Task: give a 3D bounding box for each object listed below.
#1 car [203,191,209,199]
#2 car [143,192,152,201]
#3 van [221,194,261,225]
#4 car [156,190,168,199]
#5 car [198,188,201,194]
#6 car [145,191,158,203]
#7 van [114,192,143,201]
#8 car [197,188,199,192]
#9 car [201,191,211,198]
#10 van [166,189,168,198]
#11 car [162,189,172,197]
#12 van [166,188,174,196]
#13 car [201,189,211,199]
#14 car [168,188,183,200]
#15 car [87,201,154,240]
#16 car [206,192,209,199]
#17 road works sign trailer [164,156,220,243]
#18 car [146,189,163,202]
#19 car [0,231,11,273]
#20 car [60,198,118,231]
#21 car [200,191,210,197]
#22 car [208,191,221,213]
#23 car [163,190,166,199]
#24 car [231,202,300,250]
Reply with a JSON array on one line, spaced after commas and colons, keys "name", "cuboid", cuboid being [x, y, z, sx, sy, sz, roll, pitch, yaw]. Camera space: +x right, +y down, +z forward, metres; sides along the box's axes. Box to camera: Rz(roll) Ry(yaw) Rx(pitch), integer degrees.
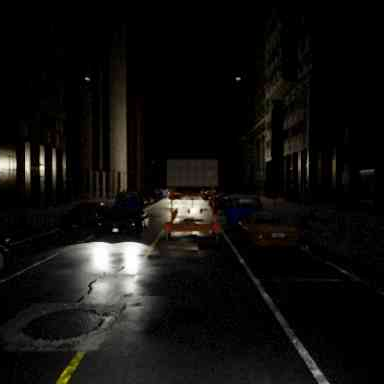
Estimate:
[{"name": "car", "cuboid": [2.810, 0.890, 40.982, 2.008, 1.369, 4.403, 0, 1, 0]}, {"name": "car", "cuboid": [-5.722, 0.993, 35.345, 1.947, 1.339, 4.313, 0, 1, 0]}, {"name": "van", "cuboid": [2.782, 1.041, 18.435, 1.690, 1.788, 3.998, 0, 1, 0]}, {"name": "car", "cuboid": [-5.688, 0.416, 63.523, 1.967, 1.590, 4.097, 0, 1, 0]}, {"name": "car", "cuboid": [2.836, 0.294, 63.520, 2.192, 1.841, 5.009, 0, 1, 0]}, {"name": "car", "cuboid": [-5.715, 0.903, 40.981, 1.947, 1.339, 4.313, 0, 1, 0]}, {"name": "van", "cuboid": [-5.730, 0.858, 29.706, 1.690, 1.788, 3.998, 0, 1, 0]}, {"name": "car", "cuboid": [2.864, 0.059, 86.064, 1.967, 1.590, 4.097, 0, 1, 0]}, {"name": "car", "cuboid": [2.844, 0.433, 69.160, 1.887, 1.381, 4.507, 0, 1, 0]}, {"name": "van", "cuboid": [-5.696, 0.407, 57.886, 1.690, 1.788, 3.998, 0, 1, 0]}, {"name": "car", "cuboid": [-5.675, 0.236, 74.795, 1.967, 1.590, 4.097, 0, 1, 0]}, {"name": "van", "cuboid": [-5.662, -0.042, 86.065, 1.690, 1.788, 3.998, 0, 1, 0]}, {"name": "car", "cuboid": [2.823, 0.599, 52.250, 1.967, 1.590, 4.097, 0, 1, 0]}, {"name": "car", "cuboid": [-2.928, 0.463, 59.071, 2.097, 1.767, 4.553, 0, 1, 0]}, {"name": "car", "cuboid": [-3.081, 1.312, 15.369, 1.994, 1.385, 4.181, 0, 1, 0]}, {"name": "car", "cuboid": [2.803, 0.952, 35.516, 1.752, 1.417, 4.829, 0, 1, 0]}, {"name": "road works sign trailer", "cuboid": [0.018, 0.223, 14.741, 2.380, 3.560, 2.880, 0, 1, 0]}, {"name": "car", "cuboid": [-5.709, 0.562, 46.613, 2.192, 1.841, 5.009, 0, 1, 0]}, {"name": "car", "cuboid": [-5.756, 1.424, 7.165, 1.887, 1.381, 4.507, 0, 1, 0]}, {"name": "car", "cuboid": [-5.742, 1.264, 18.437, 1.947, 1.339, 4.313, 0, 1, 0]}, {"name": "car", "cuboid": [2.851, 0.364, 74.796, 1.947, 1.339, 4.313, 0, 1, 0]}, {"name": "car", "cuboid": [2.796, 0.960, 29.709, 1.967, 1.590, 4.097, 0, 1, 0]}, {"name": "car", "cuboid": [-5.702, 0.701, 52.253, 1.887, 1.381, 4.507, 0, 1, 0]}, {"name": "car", "cuboid": [2.776, 1.313, 12.973, 1.752, 1.417, 4.829, 0, 1, 0]}]
